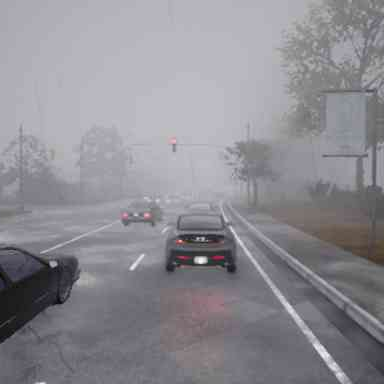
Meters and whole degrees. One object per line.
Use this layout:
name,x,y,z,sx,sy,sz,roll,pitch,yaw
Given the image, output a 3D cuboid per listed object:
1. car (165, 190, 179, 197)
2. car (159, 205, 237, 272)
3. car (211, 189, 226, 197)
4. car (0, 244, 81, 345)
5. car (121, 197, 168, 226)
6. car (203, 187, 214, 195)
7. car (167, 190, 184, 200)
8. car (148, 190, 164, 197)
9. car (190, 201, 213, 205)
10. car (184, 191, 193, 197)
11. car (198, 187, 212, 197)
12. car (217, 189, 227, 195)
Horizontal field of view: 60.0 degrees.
car,-4.517,0.361,76.637,2.128,1.511,4.902,0,1,8
car,0.259,1.345,10.188,1.837,1.490,4.892,0,0,1
car,6.200,0.348,77.185,1.812,1.442,4.674,0,1,9
car,-3.347,1.473,4.750,2.033,1.411,5.357,0,1,1
car,-2.922,1.236,20.397,2.033,1.411,5.357,0,1,2
car,4.408,-0.253,87.526,2.150,2.045,5.566,0,1,11
car,-3.214,0.553,60.846,1.882,1.535,5.008,0,1,8
car,-6.684,0.420,61.290,2.097,1.767,4.553,0,1,8
car,0.547,1.228,19.479,1.812,1.442,4.674,0,1,4
car,-1.047,0.395,76.181,1.994,1.385,4.181,0,1,8
car,2.732,0.170,77.662,2.097,1.767,4.553,0,1,9
car,7.923,0.069,87.299,2.128,1.511,4.902,0,1,11
